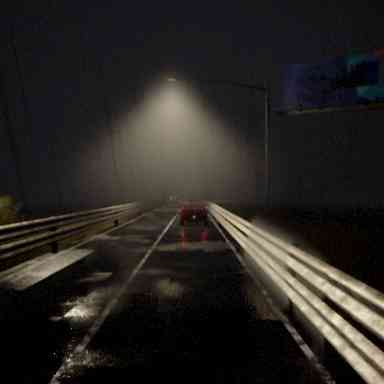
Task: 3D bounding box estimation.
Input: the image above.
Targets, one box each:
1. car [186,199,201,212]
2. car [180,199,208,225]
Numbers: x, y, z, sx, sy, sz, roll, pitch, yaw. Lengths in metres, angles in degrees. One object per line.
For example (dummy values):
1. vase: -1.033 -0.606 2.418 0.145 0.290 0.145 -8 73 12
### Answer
1. car: 0.187 1.611 41.297 1.812 1.442 4.674 0 0 0
2. car: 0.152 1.529 24.671 1.882 1.535 5.008 0 0 0
